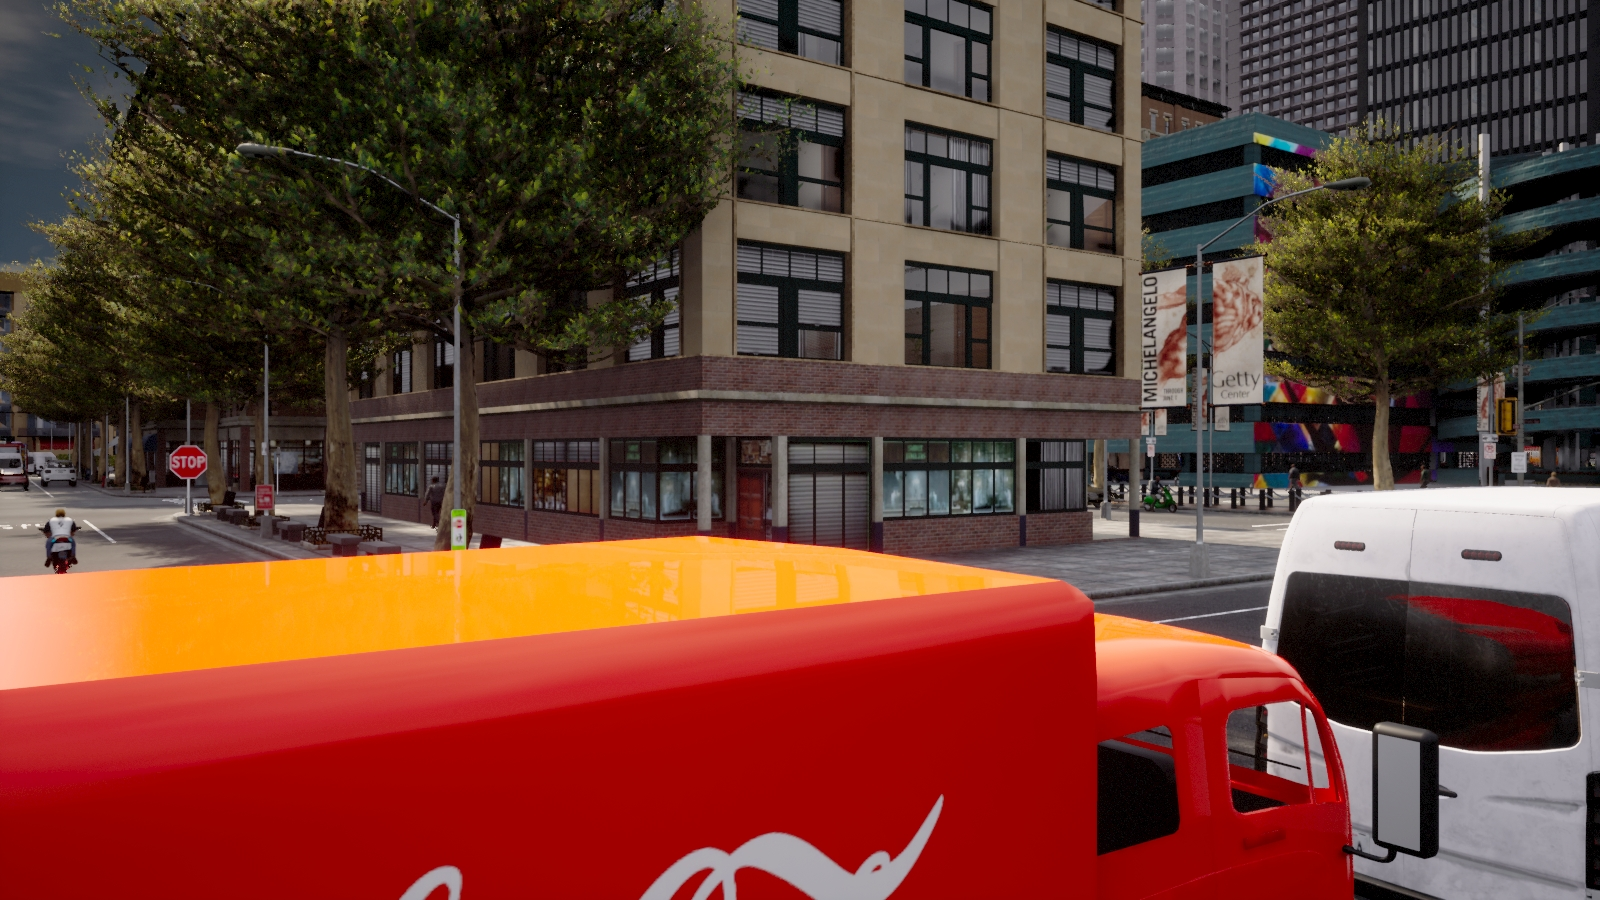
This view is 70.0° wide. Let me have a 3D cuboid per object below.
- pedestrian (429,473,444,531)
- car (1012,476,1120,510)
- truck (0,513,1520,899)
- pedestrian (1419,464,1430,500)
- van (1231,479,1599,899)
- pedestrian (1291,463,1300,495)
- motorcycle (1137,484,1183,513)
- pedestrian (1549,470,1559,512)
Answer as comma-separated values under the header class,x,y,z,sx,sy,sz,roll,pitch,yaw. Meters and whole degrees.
class,x,y,z,sx,sy,sz,roll,pitch,yaw
pedestrian,-11.836,1.691,37.192,0.375,1.860,0.375,0,0,-36
car,12.913,2.045,55.772,2.231,1.480,4.892,0,0,-35
truck,-0.425,1.567,3.494,5.204,2.467,2.627,0,0,-35
pedestrian,32.792,1.673,59.976,0.375,1.860,0.375,0,0,-28
van,5.568,1.531,7.705,5.915,2.561,1.988,0,0,-35
pedestrian,29.045,1.673,66.966,0.375,1.860,0.375,0,0,-29
motorcycle,16.126,2.166,51.225,0.856,1.236,1.805,0,0,-35
pedestrian,33.954,1.827,51.463,0.375,1.860,0.375,0,0,37
